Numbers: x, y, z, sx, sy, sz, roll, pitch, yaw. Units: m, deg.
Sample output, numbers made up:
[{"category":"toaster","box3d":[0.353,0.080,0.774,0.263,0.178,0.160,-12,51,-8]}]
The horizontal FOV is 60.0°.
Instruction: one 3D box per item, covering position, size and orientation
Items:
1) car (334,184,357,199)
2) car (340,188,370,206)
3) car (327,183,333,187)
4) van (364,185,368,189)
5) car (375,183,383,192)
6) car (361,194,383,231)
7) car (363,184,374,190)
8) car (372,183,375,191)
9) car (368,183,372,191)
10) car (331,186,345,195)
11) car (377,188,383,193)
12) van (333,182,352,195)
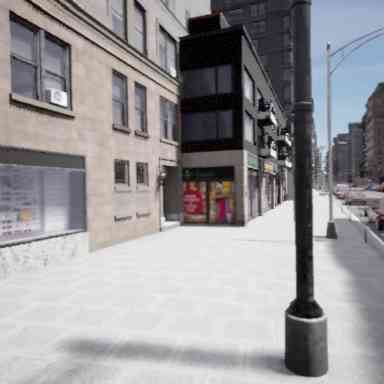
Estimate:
[{"category":"car","box3d":[19.663,0.108,42.654,1.967,1.590,4.097,0,2,21]},{"category":"car","box3d":[15.667,0.572,32.044,1.802,1.307,4.206,0,2,21]},{"category":"car","box3d":[29.658,-0.572,69.191,1.947,1.339,4.313,0,2,21]},{"category":"van","box3d":[41.629,-1.229,76.788,1.690,1.788,3.998,0,2,21]},{"category":"car","box3d":[35.631,-0.770,60.866,2.192,1.841,5.009,0,2,21]},{"category":"car","box3d":[9.670,1.021,16.124,1.887,1.381,4.507,0,2,21]},{"category":"car","box3d":[43.690,-1.211,82.259,1.752,1.417,4.829,0,2,21]},{"category":"car","box3d":[37.634,-0.664,66.180,1.802,1.307,4.206,0,2,21]},{"category":"car","box3d":[39.692,-0.888,71.644,1.752,1.417,4.829,0,2,21]},{"category":"car","box3d":[25.660,-0.264,58.576,2.008,1.369,4.403,0,2,21]},{"category":"car","box3d":[16.736,0.642,27.041,1.994,1.385,4.181,-1,1,21]},{"category":"van","box3d":[21.660,-0.152,47.958,1.690,1.788,3.998,0,2,21]}]
